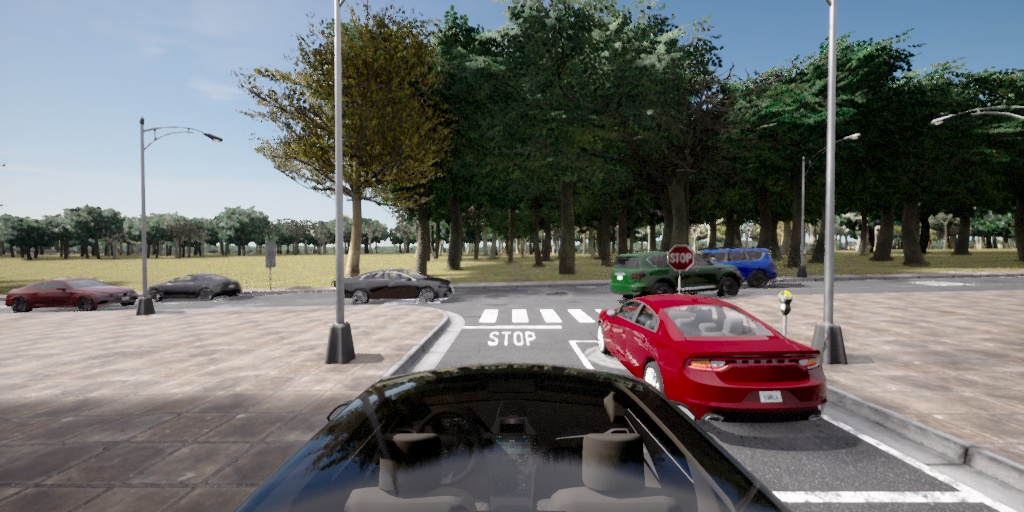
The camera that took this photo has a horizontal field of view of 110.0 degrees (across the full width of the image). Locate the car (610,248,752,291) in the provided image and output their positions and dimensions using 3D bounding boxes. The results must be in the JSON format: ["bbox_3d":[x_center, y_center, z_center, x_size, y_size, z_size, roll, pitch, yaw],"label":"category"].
[{"bbox_3d":[6.779,0.800,14.945,5.566,2.045,2.150,-3,0,-18],"label":"car"}]

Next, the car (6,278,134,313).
[{"bbox_3d":[-19.961,1.737,16.350,4.674,1.442,1.812,-1,1,0],"label":"car"}]

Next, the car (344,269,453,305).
[{"bbox_3d":[-5.163,1.341,16.325,4.902,1.511,2.128,-2,1,0],"label":"car"}]

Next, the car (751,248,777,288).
[{"bbox_3d":[10.981,0.645,19.241,5.566,2.045,2.150,-1,1,0],"label":"car"}]

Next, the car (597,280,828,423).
[{"bbox_3d":[2.642,1.292,5.871,1.888,1.381,4.507,0,0,0],"label":"car"}]

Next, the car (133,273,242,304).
[{"bbox_3d":[-17.075,1.653,19.294,4.181,1.385,1.994,-1,1,0],"label":"car"}]
